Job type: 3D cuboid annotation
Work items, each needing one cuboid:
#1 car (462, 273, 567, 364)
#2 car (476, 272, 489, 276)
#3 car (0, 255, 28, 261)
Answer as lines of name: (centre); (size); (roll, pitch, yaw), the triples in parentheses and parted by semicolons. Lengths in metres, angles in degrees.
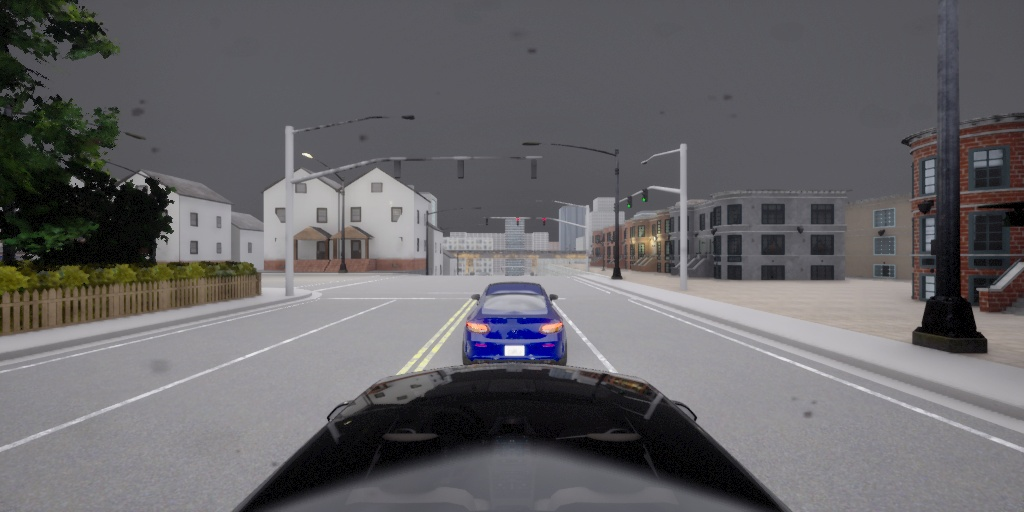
car: (0.059, 1.276, 7.753); (1.812, 1.442, 4.674); (0, 0, 0)
car: (-3.604, 2.929, 47.213); (2.097, 1.767, 4.553); (-1, -13, 0)
car: (-44.713, 0.971, 30.667); (5.566, 2.045, 2.150); (0, 0, 0)
